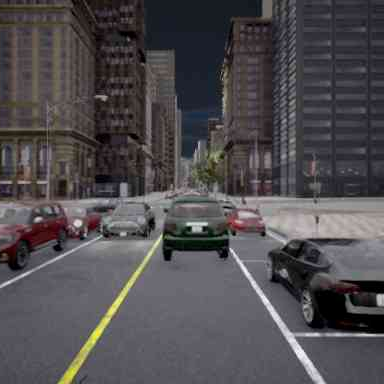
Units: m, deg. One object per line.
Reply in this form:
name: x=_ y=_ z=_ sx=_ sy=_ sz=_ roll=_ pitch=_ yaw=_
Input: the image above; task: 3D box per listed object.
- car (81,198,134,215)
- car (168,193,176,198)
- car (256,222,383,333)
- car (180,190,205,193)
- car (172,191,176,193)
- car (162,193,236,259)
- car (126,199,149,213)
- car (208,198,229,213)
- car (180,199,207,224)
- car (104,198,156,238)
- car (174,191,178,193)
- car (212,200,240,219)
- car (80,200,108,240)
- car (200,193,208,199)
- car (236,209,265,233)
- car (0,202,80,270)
car: x=-7.495 y=1.275 z=29.799 sx=4.403 sy=1.369 sz=2.008 roll=-1 pitch=1 yaw=-9
car: x=-5.422 y=0.977 z=90.170 sx=1.887 sy=1.381 sz=4.507 roll=0 pitch=1 yaw=0
car: x=2.765 y=1.547 z=6.752 sx=1.947 sy=1.339 sz=4.313 roll=0 pitch=0 yaw=0
car: x=0.088 y=1.064 z=37.679 sx=2.150 sy=2.045 sz=5.566 roll=0 pitch=0 yaw=0
car: x=-5.494 y=1.075 z=79.090 sx=1.887 sy=1.381 sz=4.507 roll=0 pitch=1 yaw=0
car: x=0.091 y=1.185 z=12.535 sx=2.150 sy=2.045 sz=5.566 roll=0 pitch=0 yaw=-1
car: x=-5.756 y=1.435 z=35.724 sx=1.802 sy=1.307 sz=4.206 roll=0 pitch=0 yaw=0
car: x=2.769 y=1.419 z=35.718 sx=1.947 sy=1.339 sz=4.313 roll=0 pitch=0 yaw=0
car: x=0.099 y=1.387 z=25.293 sx=1.882 sy=1.535 sz=5.008 roll=0 pitch=0 yaw=0
car: x=-3.097 y=1.298 z=17.163 sx=2.097 sy=1.767 sz=4.553 roll=0 pitch=0 yaw=0
car: x=-5.458 y=1.033 z=84.630 sx=2.008 sy=1.369 sz=4.403 roll=0 pitch=1 yaw=0
car: x=2.768 y=1.460 z=28.353 sx=1.947 sy=1.339 sz=4.313 roll=0 pitch=0 yaw=0
car: x=-5.759 y=1.389 z=16.395 sx=1.967 sy=1.590 sz=4.097 roll=0 pitch=0 yaw=0
car: x=3.067 y=1.027 z=84.577 sx=1.887 sy=1.381 sz=4.507 roll=0 pitch=1 yaw=0
car: x=2.767 y=1.526 z=17.551 sx=1.802 sy=1.307 sz=4.206 roll=0 pitch=0 yaw=0
car: x=-5.760 y=1.283 z=11.093 sx=2.192 sy=1.841 sz=5.009 roll=0 pitch=0 yaw=0
